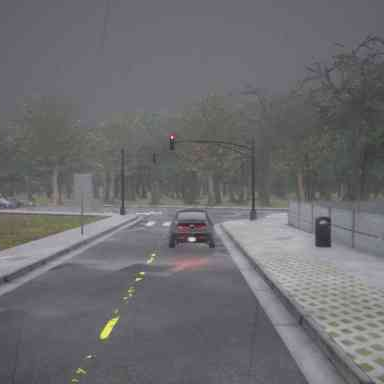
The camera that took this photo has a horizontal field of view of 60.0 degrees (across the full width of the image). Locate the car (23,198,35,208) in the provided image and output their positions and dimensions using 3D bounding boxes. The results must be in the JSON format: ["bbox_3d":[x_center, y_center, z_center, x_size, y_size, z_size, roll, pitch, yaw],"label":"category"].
[{"bbox_3d":[-23.847,1.519,45.840,4.902,1.511,2.128,0,0,23],"label":"car"}]

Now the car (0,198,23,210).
[{"bbox_3d":[-24.320,1.541,42.504,4.674,1.442,1.812,0,0,23],"label":"car"}]

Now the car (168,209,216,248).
[{"bbox_3d":[0.001,1.508,14.736,1.837,1.490,4.892,0,0,0],"label":"car"}]

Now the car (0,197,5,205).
[{"bbox_3d":[-35.346,1.554,58.036,4.902,1.511,2.128,0,0,24],"label":"car"}]
